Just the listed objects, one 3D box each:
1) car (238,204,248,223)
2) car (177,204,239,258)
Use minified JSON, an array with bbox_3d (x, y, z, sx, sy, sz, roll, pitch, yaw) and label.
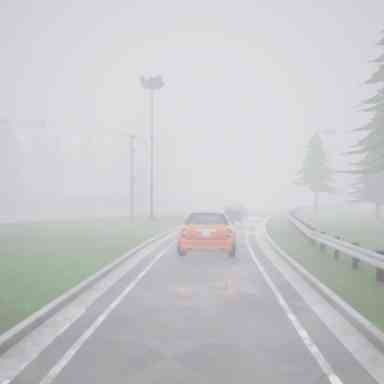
[{"bbox_3d":[3.649,1.786,28.670,1.882,1.535,5.008,0,0,18],"label":"car"},{"bbox_3d":[0.722,1.498,13.595,2.097,1.767,4.553,0,-1,6],"label":"car"}]
